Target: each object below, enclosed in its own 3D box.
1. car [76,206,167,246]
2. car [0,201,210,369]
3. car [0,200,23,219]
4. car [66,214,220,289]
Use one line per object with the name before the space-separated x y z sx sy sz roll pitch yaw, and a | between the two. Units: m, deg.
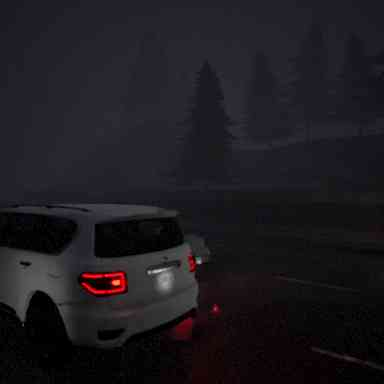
car | -3.525 1.511 16.008 4.674 1.442 1.812 0 0 41
car | -2.457 1.213 6.002 5.566 2.045 2.150 0 0 38
car | -16.305 1.469 28.916 1.812 1.442 4.674 0 0 -41
car | -1.627 1.519 9.842 4.674 1.442 1.812 0 0 39
